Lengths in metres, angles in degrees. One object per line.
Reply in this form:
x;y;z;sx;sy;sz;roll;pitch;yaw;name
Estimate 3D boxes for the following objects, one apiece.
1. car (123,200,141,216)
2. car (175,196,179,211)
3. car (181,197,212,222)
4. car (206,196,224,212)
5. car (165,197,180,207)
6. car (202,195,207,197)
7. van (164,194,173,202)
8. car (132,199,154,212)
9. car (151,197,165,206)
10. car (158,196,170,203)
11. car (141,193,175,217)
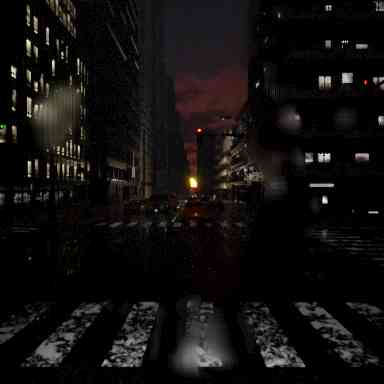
-5.642;1.516;32.814;1.752;1.417;4.829;-1;0;0;car
-3.016;1.210;41.594;2.150;2.045;5.566;0;0;0;car
0.164;1.470;26.510;1.882;1.535;5.008;-1;0;-3;car
2.749;1.540;38.623;2.008;1.369;4.403;-1;0;0;car
-2.990;1.534;52.138;2.033;1.411;5.357;0;0;0;car
2.813;1.422;72.551;1.967;1.590;4.097;-1;0;0;car
-5.558;1.322;78.221;1.690;1.788;3.998;-1;0;0;van
-5.631;1.555;38.639;1.947;1.339;4.313;-1;0;0;car
-5.598;1.530;55.602;1.887;1.381;4.507;-1;0;0;car
-5.576;1.528;66.911;1.887;1.381;4.507;-1;0;0;car
-3.045;1.212;31.115;2.150;2.045;5.566;0;0;0;car
